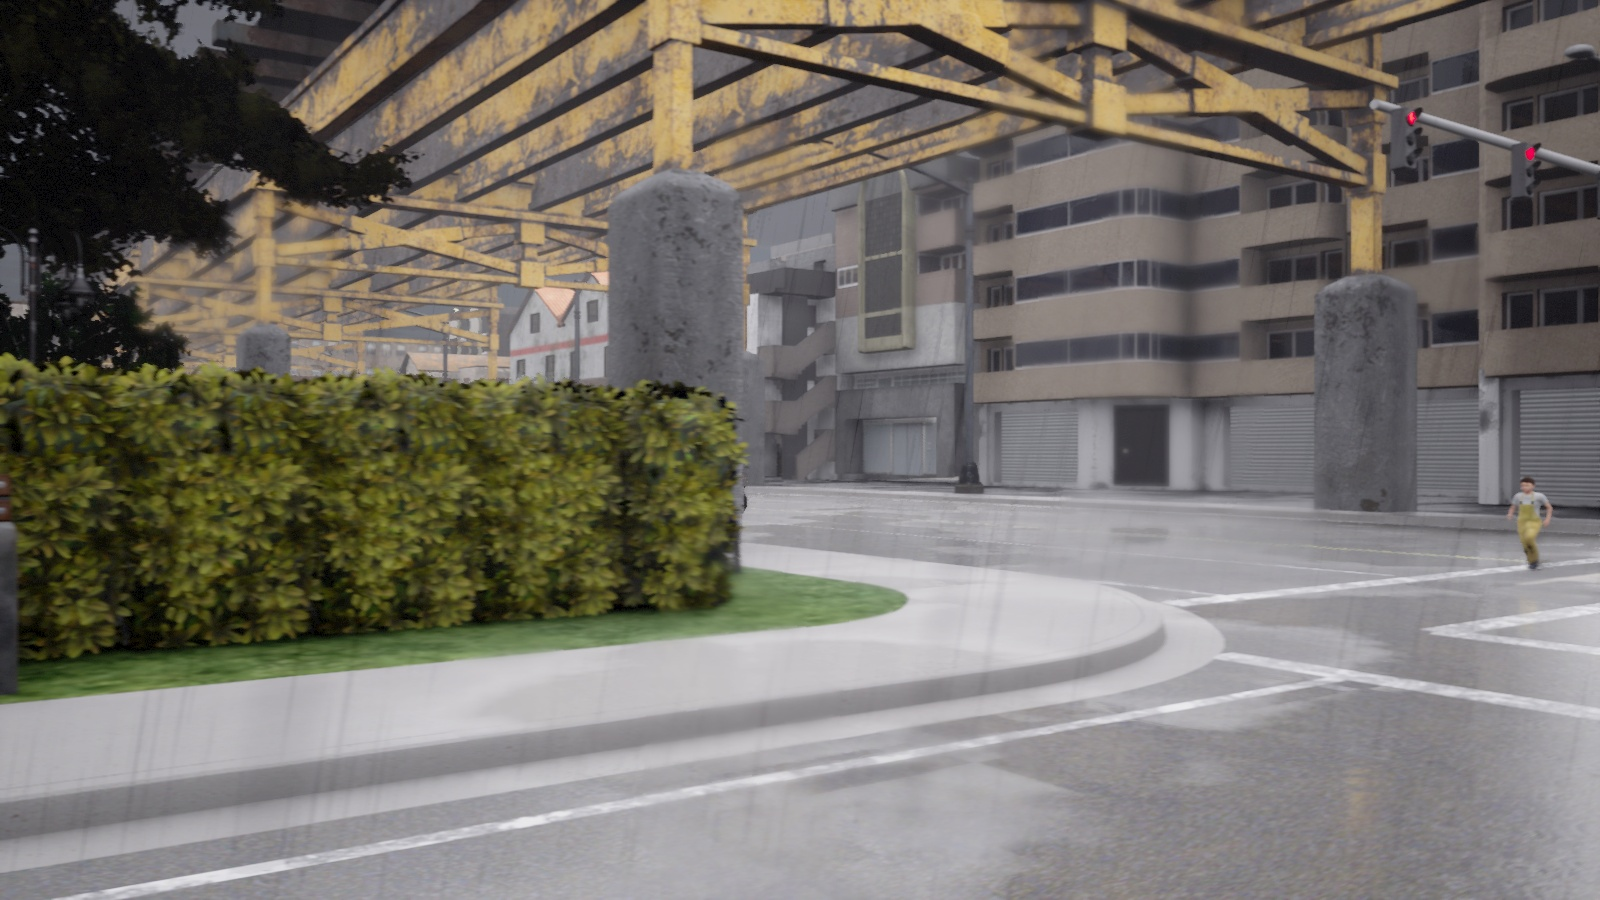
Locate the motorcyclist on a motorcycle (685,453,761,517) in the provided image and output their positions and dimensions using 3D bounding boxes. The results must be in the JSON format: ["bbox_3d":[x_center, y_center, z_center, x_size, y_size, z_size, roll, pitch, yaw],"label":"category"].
[{"bbox_3d":[-1.923,0.848,31.104,0.866,1.530,2.191,0,0,-35],"label":"motorcyclist on a motorcycle"}]

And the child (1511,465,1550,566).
[{"bbox_3d":[9.376,0.830,16.117,0.437,1.263,0.270,0,0,-36],"label":"child"}]
